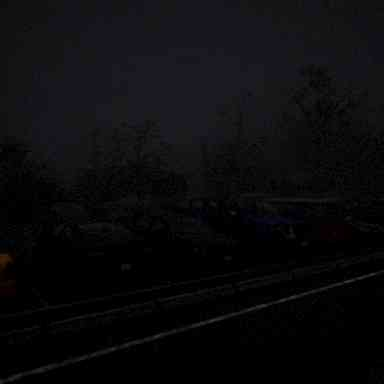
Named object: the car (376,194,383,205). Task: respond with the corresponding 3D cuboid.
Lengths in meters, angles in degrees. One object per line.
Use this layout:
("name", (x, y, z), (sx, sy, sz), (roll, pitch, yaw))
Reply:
("car", (29.083, 1.073, 47.030), (2.163, 1.488, 4.792), (-1, 1, -35))

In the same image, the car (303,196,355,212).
("car", (15.265, 1.280, 37.232), (2.231, 1.521, 4.892), (-1, 1, -35))

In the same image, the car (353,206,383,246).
("car", (6.408, 1.518, 15.569), (2.002, 1.452, 4.674), (0, 0, -35))

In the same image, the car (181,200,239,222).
("car", (1.327, 1.484, 27.368), (2.097, 1.535, 5.008), (0, 0, -35))

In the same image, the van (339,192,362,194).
("van", (17.507, 1.014, 38.950), (1.878, 1.987, 4.442), (-1, 1, -35))

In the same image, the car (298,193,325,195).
("car", (10.572, 1.234, 33.869), (2.185, 1.767, 4.553), (-1, 1, -35))

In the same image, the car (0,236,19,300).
("car", (-5.232, 1.422, 7.561), (1.946, 1.575, 5.366), (0, 0, -35))

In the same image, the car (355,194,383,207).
("car", (24.391, 1.124, 43.670), (2.097, 1.535, 5.008), (-1, 1, -35))

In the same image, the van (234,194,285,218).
("van", (6.111, 1.211, 30.609), (1.878, 1.987, 4.442), (-1, 1, -35))

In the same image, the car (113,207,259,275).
("car", (-0.514, 1.446, 10.677), (2.097, 1.535, 5.008), (0, 0, -35))

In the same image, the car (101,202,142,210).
("car", (-5.586, 1.485, 22.452), (2.163, 1.488, 4.792), (0, 0, -35))

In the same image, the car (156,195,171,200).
("car", (-0.974, 1.225, 25.713), (2.435, 2.045, 5.566), (0, 0, -35))

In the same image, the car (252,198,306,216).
("car", (8.335, 1.427, 32.365), (2.163, 1.488, 4.792), (-1, 1, -35))

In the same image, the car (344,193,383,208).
("car", (22.064, 1.038, 42.068), (2.185, 1.767, 4.553), (-1, 1, -35))

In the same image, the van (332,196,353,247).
("van", (4.036, 1.242, 14.031), (1.878, 1.987, 4.442), (0, 0, -35))

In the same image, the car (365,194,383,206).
("car", (26.691, 1.085, 45.308), (2.097, 1.535, 5.008), (-1, 1, -35))

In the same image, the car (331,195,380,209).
("car", (19.775, 1.202, 40.418), (2.097, 1.535, 5.008), (-1, 1, -35))

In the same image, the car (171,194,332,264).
("car", (1.813, 1.206, 12.282), (2.435, 2.045, 5.566), (0, 0, -35))

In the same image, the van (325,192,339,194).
("van", (12.892, 1.093, 35.690), (1.878, 1.987, 4.442), (-1, 1, -35))

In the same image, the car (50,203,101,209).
("car", (-7.811, 1.447, 20.924), (2.231, 1.521, 4.892), (0, 0, -35))

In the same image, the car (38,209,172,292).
("car", (-2.815, 1.436, 9.037), (2.097, 1.535, 5.008), (0, 0, -35))

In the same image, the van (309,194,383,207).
("van", (8.552, 1.259, 17.225), (1.878, 1.987, 4.442), (0, 0, -35))

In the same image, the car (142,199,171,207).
("car", (-3.280, 1.496, 24.082), (2.163, 1.488, 4.792), (0, 0, -35))
